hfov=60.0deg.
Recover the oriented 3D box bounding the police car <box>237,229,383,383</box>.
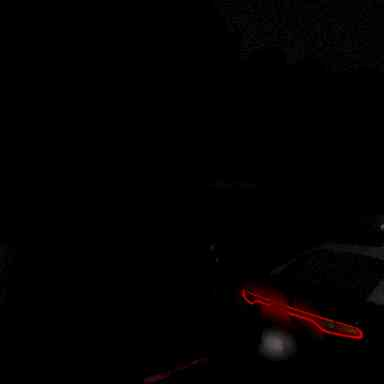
[{"bbox_3d":[3.006,1.427,5.086,5.238,1.638,1.930,0,0,-35],"label":"police car"}]
